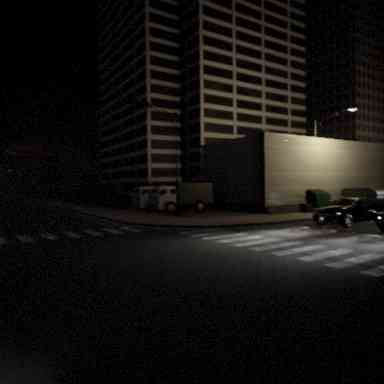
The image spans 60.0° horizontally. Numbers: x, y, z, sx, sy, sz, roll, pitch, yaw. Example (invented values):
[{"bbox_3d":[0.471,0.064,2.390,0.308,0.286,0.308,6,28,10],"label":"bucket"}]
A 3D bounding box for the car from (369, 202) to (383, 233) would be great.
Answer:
[{"bbox_3d":[10.459,1.175,15.218,4.718,1.301,1.895,-1,1,-32],"label":"car"}]

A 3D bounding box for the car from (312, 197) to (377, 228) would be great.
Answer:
[{"bbox_3d":[8.637,1.039,18.207,4.902,1.511,2.128,-1,1,-32],"label":"car"}]
